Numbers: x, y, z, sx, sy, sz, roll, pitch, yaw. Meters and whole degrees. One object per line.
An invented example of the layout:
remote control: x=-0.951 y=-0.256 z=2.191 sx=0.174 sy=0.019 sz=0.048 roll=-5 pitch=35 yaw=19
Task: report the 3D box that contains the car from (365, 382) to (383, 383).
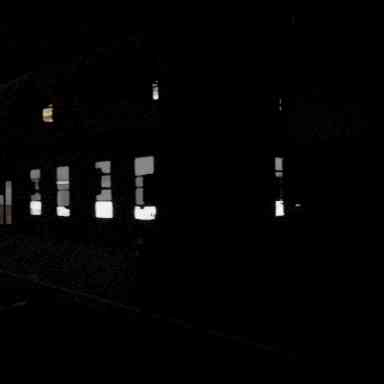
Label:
car: x=2.487 y=1.584 z=1.117 sx=4.206 sy=1.307 sz=1.802 roll=0 pitch=-1 yaw=36
